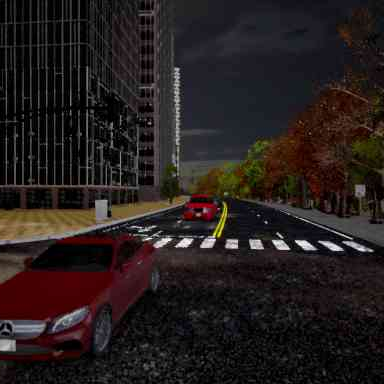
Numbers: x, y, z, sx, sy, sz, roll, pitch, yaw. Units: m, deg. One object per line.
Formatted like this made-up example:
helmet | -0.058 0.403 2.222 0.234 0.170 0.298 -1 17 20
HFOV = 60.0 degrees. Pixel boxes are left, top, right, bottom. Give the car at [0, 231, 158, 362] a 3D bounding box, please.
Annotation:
car | -1.901 1.543 6.258 1.812 1.442 4.674 0 0 8

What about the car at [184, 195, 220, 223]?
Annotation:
car | 0.785 1.252 26.325 2.150 2.045 5.566 0 0 7
